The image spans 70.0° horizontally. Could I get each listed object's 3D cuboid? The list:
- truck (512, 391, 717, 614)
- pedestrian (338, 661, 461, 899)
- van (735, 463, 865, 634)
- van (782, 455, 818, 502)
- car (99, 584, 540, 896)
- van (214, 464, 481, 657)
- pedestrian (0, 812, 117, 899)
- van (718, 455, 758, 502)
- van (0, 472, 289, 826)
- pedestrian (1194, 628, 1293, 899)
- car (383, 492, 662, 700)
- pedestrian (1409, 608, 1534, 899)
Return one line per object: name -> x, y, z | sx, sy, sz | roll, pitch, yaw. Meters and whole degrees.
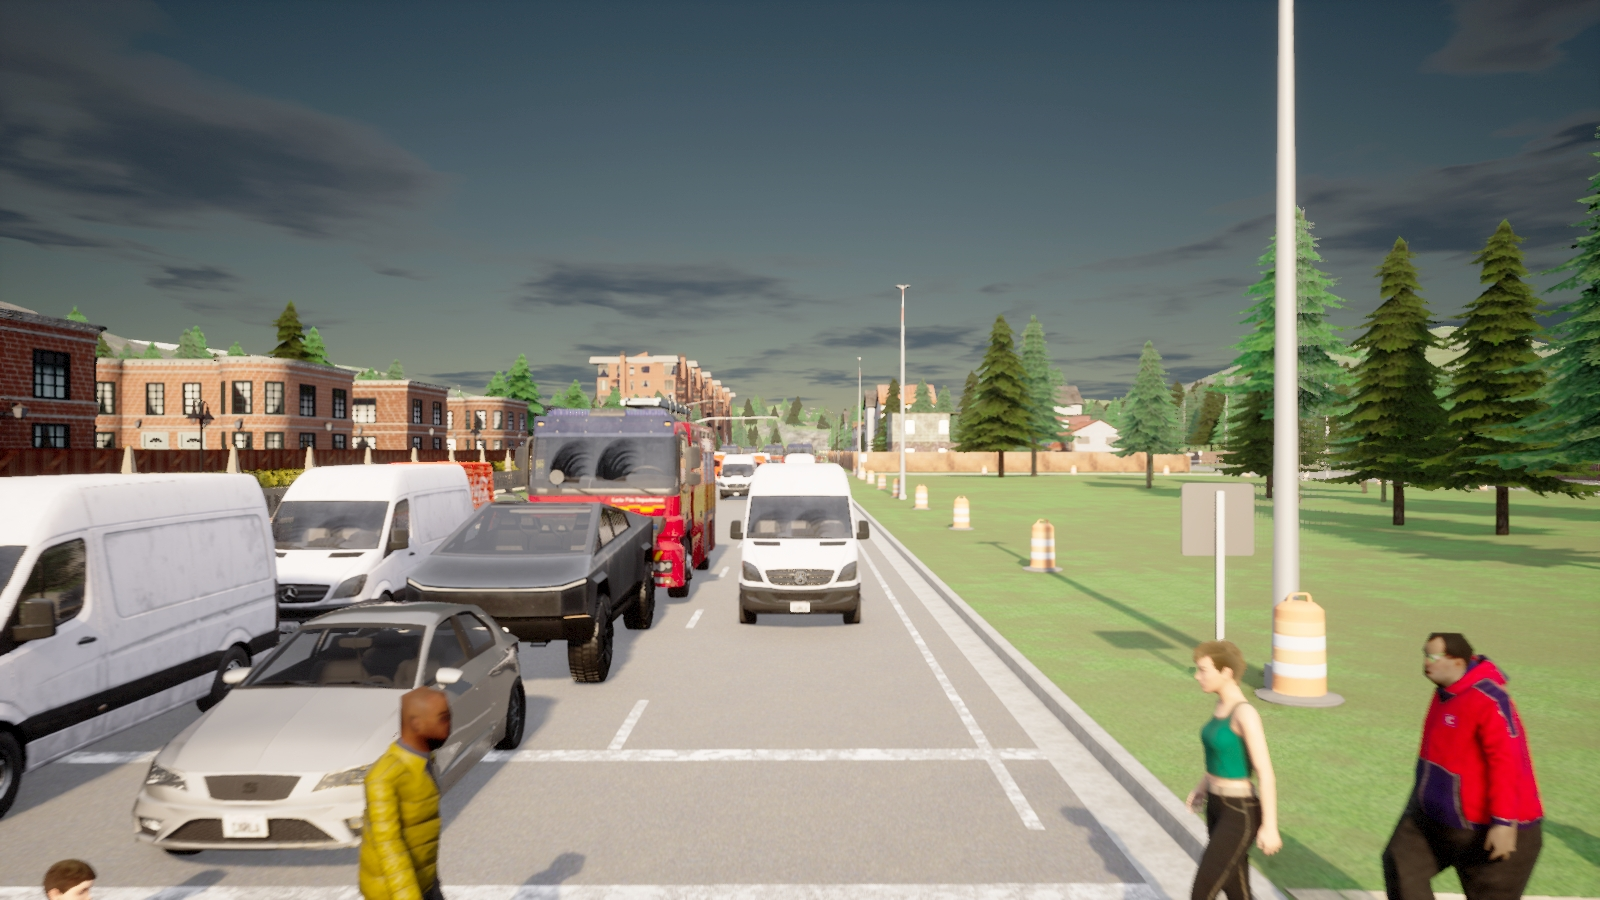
truck -> -3.495, 0.899, 23.838 | 2.891, 3.827, 8.468 | 0, 0, 0
pedestrian -> -1.677, 1.856, 4.810 | 0.375, 1.860, 0.375 | 0, 0, 2
van -> 0.005, 1.543, 20.450 | 1.988, 2.561, 5.915 | 0, 0, 0
van -> 0.008, 1.557, 65.063 | 1.988, 2.561, 5.915 | 0, 0, 0
car -> -3.502, 2.069, 9.287 | 1.816, 1.474, 4.193 | 0, 0, 0
van -> -6.995, 1.541, 18.525 | 1.988, 2.561, 5.915 | 0, 0, 0
pedestrian -> -3.109, 2.201, 4.693 | 0.375, 1.300, 0.375 | 0, 0, 4
van -> -3.493, 1.557, 65.519 | 1.988, 2.561, 5.915 | 0, 0, 0
van -> -6.996, 1.539, 10.451 | 1.988, 2.561, 5.915 | 0, 0, 0
pedestrian -> 2.211, 1.851, 5.721 | 0.375, 1.860, 0.375 | 0, 0, 5
car -> -3.499, 1.759, 15.990 | 2.390, 2.098, 6.274 | 0, 0, 0
pedestrian -> 3.141, 1.699, 5.365 | 0.375, 1.860, 0.375 | 0, 0, 3
